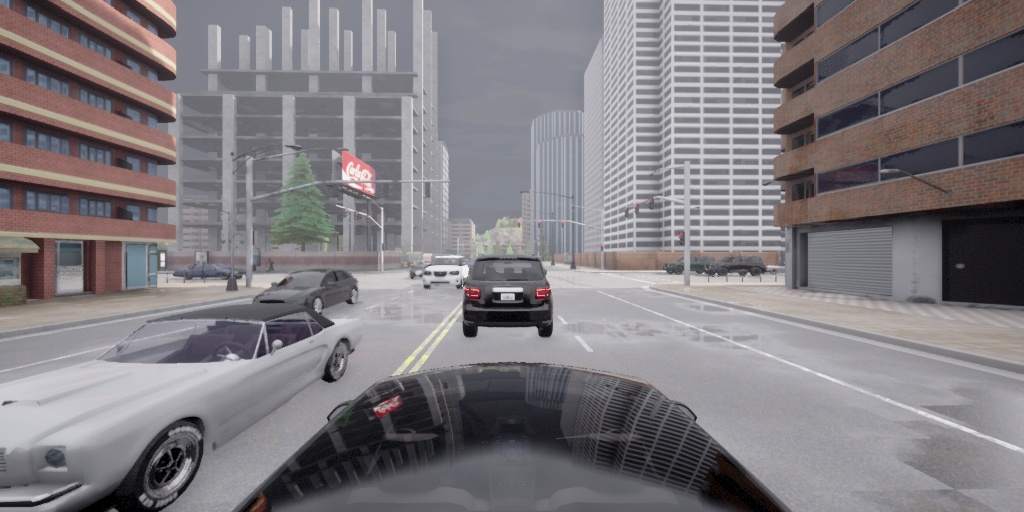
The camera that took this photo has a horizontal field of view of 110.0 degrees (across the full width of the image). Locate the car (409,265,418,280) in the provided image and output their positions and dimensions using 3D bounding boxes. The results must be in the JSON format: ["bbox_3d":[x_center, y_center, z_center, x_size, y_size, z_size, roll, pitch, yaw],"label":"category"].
[{"bbox_3d":[-7.700,1.241,31.867,2.128,1.511,4.902,0,0,-1],"label":"car"}]

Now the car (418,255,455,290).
[{"bbox_3d":[-4.015,0.972,22.507,2.150,2.045,5.566,0,0,-1],"label":"car"}]

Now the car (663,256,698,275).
[{"bbox_3d":[19.393,0.972,38.985,5.566,2.045,2.150,0,0,-1],"label":"car"}]

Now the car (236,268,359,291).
[{"bbox_3d":[-7.322,1.249,13.240,1.837,1.490,4.892,0,2,-1],"label":"car"}]

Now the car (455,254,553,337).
[{"bbox_3d":[-0.118,0.971,10.407,2.150,2.045,5.566,0,0,-1],"label":"car"}]

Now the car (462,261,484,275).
[{"bbox_3d":[-4.391,1.297,41.312,2.033,1.411,5.357,0,0,-1],"label":"car"}]

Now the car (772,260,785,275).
[{"bbox_3d":[29.523,1.351,39.234,4.718,1.301,1.895,0,0,-1],"label":"car"}]

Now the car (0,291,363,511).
[{"bbox_3d":[-3.640,1.351,4.386,1.895,1.301,4.718,0,0,-1],"label":"car"}]

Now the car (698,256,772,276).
[{"bbox_3d":[22.003,0.971,35.555,5.566,2.045,2.150,0,0,-2],"label":"car"}]

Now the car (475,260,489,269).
[{"bbox_3d":[-4.690,1.314,56.564,1.994,1.385,4.181,0,0,-1],"label":"car"}]

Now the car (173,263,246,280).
[{"bbox_3d":[-25.618,1.297,30.627,5.357,1.411,2.033,0,0,-1],"label":"car"}]

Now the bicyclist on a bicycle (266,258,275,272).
[{"bbox_3d":[-28.696,1.051,42.535,0.582,1.620,1.656,0,0,-1],"label":"bicyclist on a bicycle"}]
